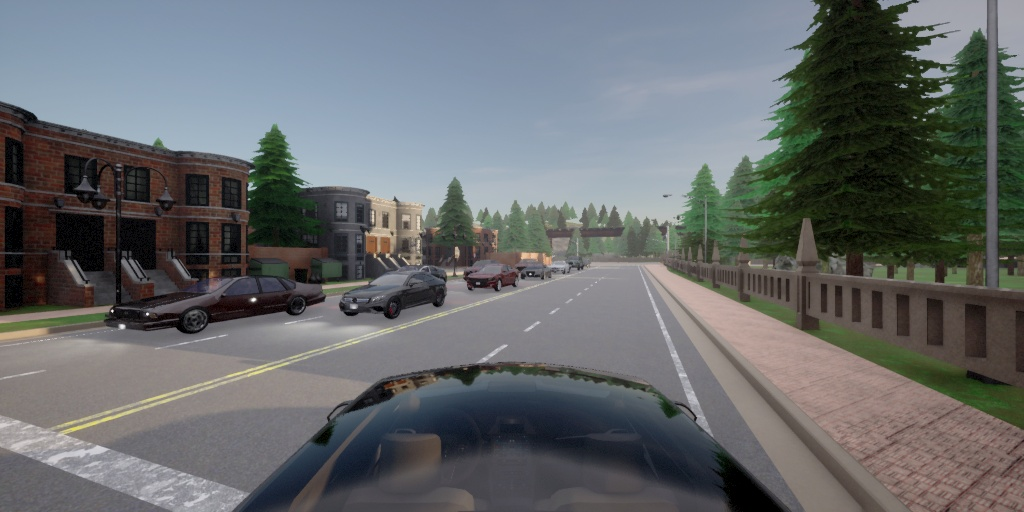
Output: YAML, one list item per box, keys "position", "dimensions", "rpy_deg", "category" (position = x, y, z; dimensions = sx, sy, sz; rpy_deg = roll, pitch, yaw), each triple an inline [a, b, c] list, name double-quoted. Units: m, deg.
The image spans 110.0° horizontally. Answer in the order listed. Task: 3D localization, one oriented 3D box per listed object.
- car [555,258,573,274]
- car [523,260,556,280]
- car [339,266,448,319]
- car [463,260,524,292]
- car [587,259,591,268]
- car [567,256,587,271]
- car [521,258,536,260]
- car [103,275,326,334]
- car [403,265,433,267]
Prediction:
- position: [5.436, 1.276, 40.978]
  dimensions: [1.812, 1.442, 4.674]
  rpy_deg: [0, 0, 19]
  category: "car"
- position: [2.189, 1.314, 31.430]
  dimensions: [1.994, 1.385, 4.181]
  rpy_deg: [0, 0, 20]
  category: "car"
- position: [-4.063, 1.276, 13.123]
  dimensions: [1.812, 1.442, 4.674]
  rpy_deg: [0, 0, 19]
  category: "car"
- position: [-1.052, 1.228, 21.953]
  dimensions: [1.882, 1.535, 5.008]
  rpy_deg: [0, 0, 19]
  category: "car"
- position: [12.296, 1.255, 61.015]
  dimensions: [1.837, 1.490, 4.892]
  rpy_deg: [0, 0, 19]
  category: "car"
- position: [8.809, 0.972, 50.848]
  dimensions: [2.150, 2.045, 5.566]
  rpy_deg: [0, 0, 19]
  category: "car"
- position: [1.720, 1.102, 40.927]
  dimensions: [2.097, 1.767, 4.553]
  rpy_deg: [0, 0, 19]
  category: "car"
- position: [-8.459, 1.297, 11.082]
  dimensions: [2.033, 1.411, 5.357]
  rpy_deg: [0, 0, 19]
  category: "car"
- position: [-5.403, 1.242, 20.054]
  dimensions: [2.128, 1.511, 4.902]
  rpy_deg: [0, 0, 18]
  category: "car"
